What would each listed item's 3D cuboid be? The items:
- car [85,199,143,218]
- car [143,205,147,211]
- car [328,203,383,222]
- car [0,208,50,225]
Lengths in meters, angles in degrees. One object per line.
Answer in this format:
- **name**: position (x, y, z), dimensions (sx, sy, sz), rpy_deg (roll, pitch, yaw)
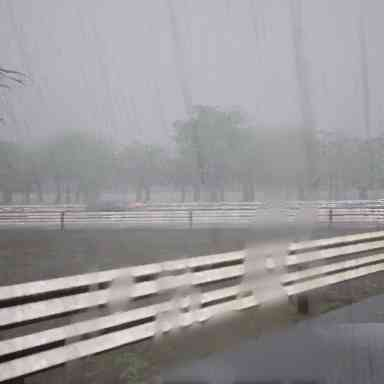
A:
- **car**: position (-8.441, 1.873, 35.076), dimensions (5.566, 2.045, 2.150), rpy_deg (-1, 0, 6)
- **car**: position (-8.053, 1.852, 38.553), dimensions (5.566, 2.045, 2.150), rpy_deg (-1, 0, 6)
- **car**: position (14.557, 1.716, 29.093), dimensions (5.008, 1.535, 1.882), rpy_deg (-1, 0, 6)
- **car**: position (-16.745, 2.317, 32.447), dimensions (5.357, 1.411, 2.033), rpy_deg (-1, 0, 6)
